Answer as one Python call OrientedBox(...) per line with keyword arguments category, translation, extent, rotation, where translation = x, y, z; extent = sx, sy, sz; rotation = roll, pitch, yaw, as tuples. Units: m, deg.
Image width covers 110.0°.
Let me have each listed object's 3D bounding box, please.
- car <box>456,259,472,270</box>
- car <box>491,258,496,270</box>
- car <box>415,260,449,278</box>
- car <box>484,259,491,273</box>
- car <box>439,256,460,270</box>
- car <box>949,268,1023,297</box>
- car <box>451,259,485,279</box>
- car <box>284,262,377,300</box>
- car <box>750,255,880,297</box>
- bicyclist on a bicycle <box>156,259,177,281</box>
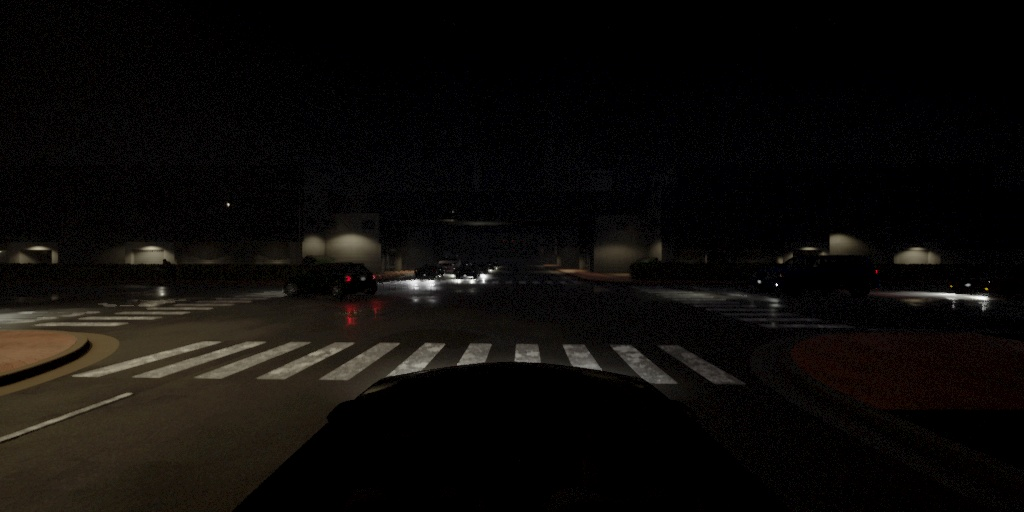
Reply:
OrientedBox(category="car", translation=(-7.299, 1.242, 54.960), extent=(1.837, 1.490, 4.892), rotation=(0, 0, 1))
OrientedBox(category="car", translation=(-3.825, 1.216, 53.278), extent=(1.882, 1.535, 5.008), rotation=(0, 0, 1))
OrientedBox(category="car", translation=(-7.540, 1.350, 33.427), extent=(1.895, 1.301, 4.718), rotation=(0, 0, 2))
OrientedBox(category="car", translation=(-3.928, 1.345, 42.991), extent=(1.895, 1.301, 4.718), rotation=(0, 0, 1))
OrientedBox(category="car", translation=(-7.429, 0.965, 42.971), extent=(2.150, 2.045, 5.566), rotation=(0, 0, 0))
OrientedBox(category="car", translation=(25.544, 1.321, 18.512), extent=(4.181, 1.385, 1.994), rotation=(0, 0, 0))
OrientedBox(category="car", translation=(-4.005, 1.297, 33.404), extent=(2.033, 1.411, 5.357), rotation=(0, 0, 0))
OrientedBox(category="car", translation=(-9.053, 1.109, 17.853), extent=(4.553, 1.767, 2.097), rotation=(0, 0, 22))
OrientedBox(category="car", translation=(15.579, 0.979, 18.568), extent=(5.566, 2.045, 2.150), rotation=(0, 0, 0))
OrientedBox(category="bicyclist on a bicycle", translation=(-25.840, 1.054, 26.833), extent=(0.582, 1.620, 1.656), rotation=(0, 0, 1))
